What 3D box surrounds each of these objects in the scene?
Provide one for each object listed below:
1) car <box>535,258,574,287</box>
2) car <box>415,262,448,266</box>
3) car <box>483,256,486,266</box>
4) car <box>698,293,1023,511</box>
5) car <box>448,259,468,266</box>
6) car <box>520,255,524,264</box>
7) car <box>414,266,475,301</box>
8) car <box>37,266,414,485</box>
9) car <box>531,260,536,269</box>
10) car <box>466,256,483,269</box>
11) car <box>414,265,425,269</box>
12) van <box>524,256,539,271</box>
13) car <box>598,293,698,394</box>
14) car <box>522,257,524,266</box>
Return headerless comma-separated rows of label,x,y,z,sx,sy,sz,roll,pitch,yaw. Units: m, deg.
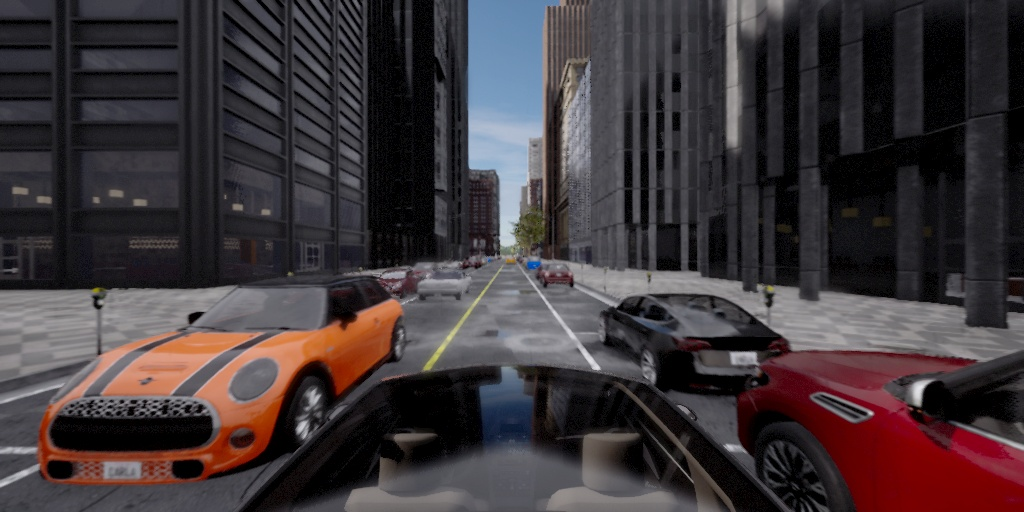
car,2.807,1.128,23.418,1.967,1.591,4.097,0,0,0
car,-5.718,1.150,23.420,1.967,1.591,4.097,0,0,0
car,-5.810,0.910,57.259,2.192,1.841,5.009,0,0,0
car,2.868,1.059,0.859,2.192,1.841,5.009,0,0,0
car,-5.749,1.230,34.698,2.007,1.370,4.403,0,0,0
car,2.704,1.072,63.107,1.751,1.417,4.829,0,0,1
car,-3.124,1.320,17.336,1.895,1.301,4.718,0,0,0
car,-3.102,1.102,5.089,2.097,1.767,4.553,0,0,0
car,2.792,1.255,29.059,1.802,1.307,4.207,0,0,0
car,-5.795,0.934,51.618,2.192,1.841,5.009,0,0,0
car,-5.703,1.306,17.780,1.802,1.307,4.207,0,0,0
van,2.746,0.961,45.979,1.690,1.789,3.998,0,0,0
car,2.853,1.296,6.499,1.948,1.339,4.313,0,0,0
car,2.731,1.122,51.792,1.751,1.417,4.829,0,0,0
